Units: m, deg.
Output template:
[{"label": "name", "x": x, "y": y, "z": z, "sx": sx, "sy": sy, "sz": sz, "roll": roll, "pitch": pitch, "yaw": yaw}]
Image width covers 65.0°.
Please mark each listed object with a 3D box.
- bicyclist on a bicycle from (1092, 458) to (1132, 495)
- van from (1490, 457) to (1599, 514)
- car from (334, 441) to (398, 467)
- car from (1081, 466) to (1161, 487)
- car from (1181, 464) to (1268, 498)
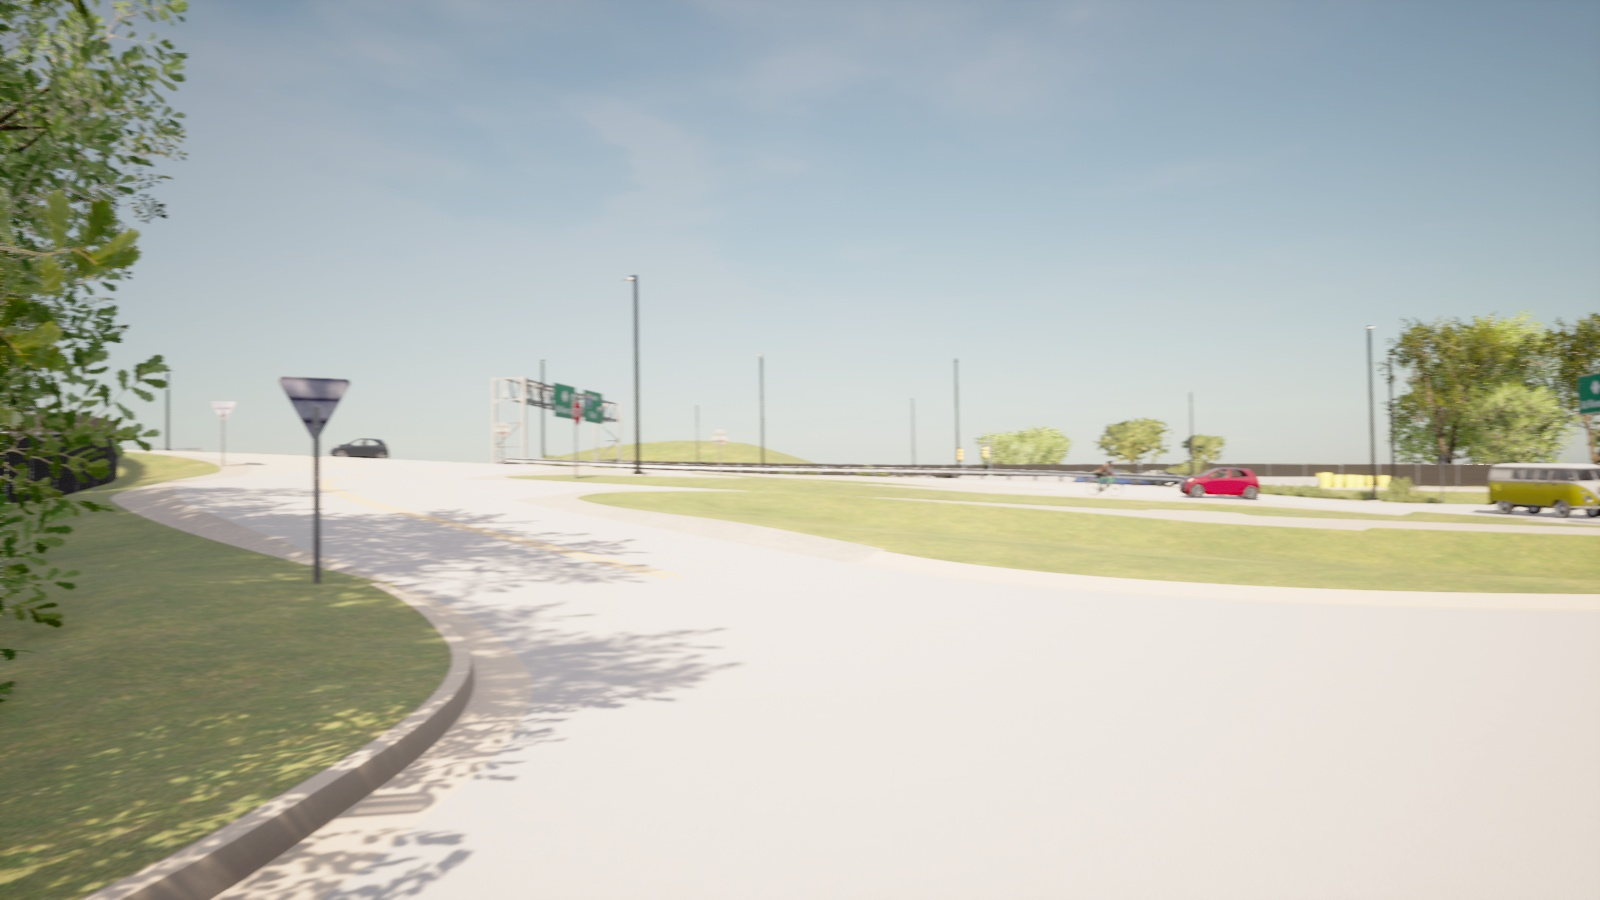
[{"label": "bicyclist on a bicycle", "x": 14.306, "y": 1.211, "z": 57.586, "sx": 1.656, "sy": 1.620, "sz": 0.582, "roll": 2, "pitch": -1, "yaw": 8}, {"label": "van", "x": 28.276, "y": 1.278, "z": 46.838, "sx": 1.775, "sy": 1.987, "sz": 4.442, "roll": -1, "pitch": 0, "yaw": -16}, {"label": "car", "x": -28.047, "y": 0.261, "z": 81.151, "sx": 3.633, "sy": 1.501, "sz": 1.845, "roll": 2, "pitch": -3, "yaw": -25}, {"label": "car", "x": 22.937, "y": 1.912, "z": 89.926, "sx": 5.357, "sy": 1.411, "sz": 2.033, "roll": 0, "pitch": -2, "yaw": 9}, {"label": "car", "x": 20.374, "y": 1.460, "z": 60.367, "sx": 3.633, "sy": 1.501, "sz": 1.845, "roll": 1, "pitch": 1, "yaw": 6}]
